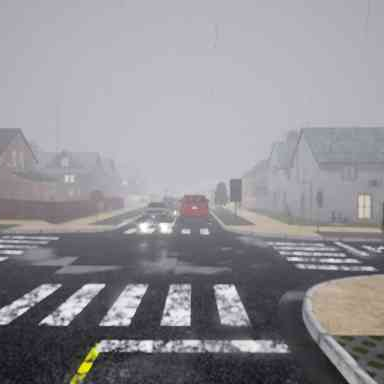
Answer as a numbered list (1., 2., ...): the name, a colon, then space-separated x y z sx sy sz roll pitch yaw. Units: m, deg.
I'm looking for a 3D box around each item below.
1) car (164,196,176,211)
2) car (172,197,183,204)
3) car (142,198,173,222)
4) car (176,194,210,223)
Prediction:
1. car: -2.732 1.304 39.860 2.097 1.767 4.553 0 0 0
2. car: -2.578 1.515 60.690 1.895 1.301 4.718 0 0 0
3. car: -2.775 1.497 26.257 1.812 1.442 4.674 0 0 0
4. car: 0.178 1.193 25.570 2.150 2.045 5.566 0 0 0
